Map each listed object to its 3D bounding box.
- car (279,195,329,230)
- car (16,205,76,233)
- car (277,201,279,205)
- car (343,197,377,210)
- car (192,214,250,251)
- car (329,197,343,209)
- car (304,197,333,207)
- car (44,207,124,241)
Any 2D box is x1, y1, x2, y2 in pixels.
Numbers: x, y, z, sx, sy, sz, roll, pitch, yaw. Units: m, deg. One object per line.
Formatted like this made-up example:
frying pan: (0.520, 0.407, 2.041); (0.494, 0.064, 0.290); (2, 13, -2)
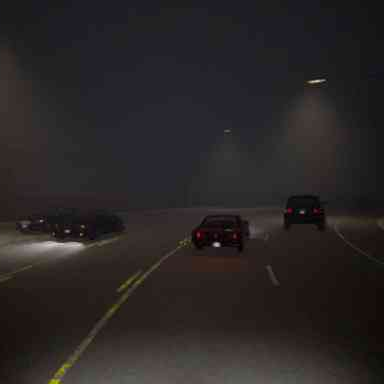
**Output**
car: (7.150, 1.180, 20.824); (2.150, 2.045, 5.566); (-2, 0, 23)
car: (-8.031, 1.539, 19.678); (2.128, 1.511, 4.902); (0, 0, 17)
car: (15.654, 1.510, 53.106); (4.902, 1.511, 2.128); (0, -1, -36)
car: (20.177, 1.349, 39.409); (4.674, 1.442, 1.812); (-1, -1, -40)
car: (1.412, 1.596, 14.125); (1.895, 1.301, 4.718); (0, 0, 14)
car: (19.222, 1.346, 43.243); (5.008, 1.535, 1.882); (-1, -2, -36)
car: (19.680, 1.542, 51.706); (4.718, 1.301, 1.895); (-1, -1, -34)
car: (-5.143, 1.590, 16.969); (1.994, 1.385, 4.181); (0, 0, 15)
